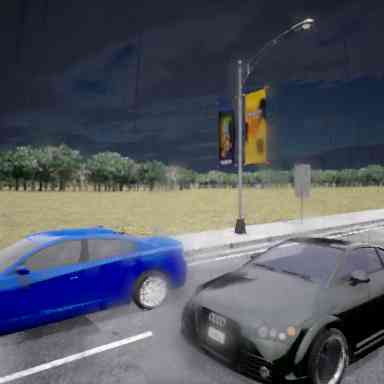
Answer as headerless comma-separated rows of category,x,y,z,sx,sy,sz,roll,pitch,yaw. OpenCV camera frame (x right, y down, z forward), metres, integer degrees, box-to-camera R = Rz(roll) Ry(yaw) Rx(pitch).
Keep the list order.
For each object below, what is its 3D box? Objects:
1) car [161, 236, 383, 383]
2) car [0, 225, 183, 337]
car,1.901,1.424,5.046,4.181,1.385,1.994,-2,1,-36
car,-2.423,1.433,5.949,5.008,1.535,1.882,-2,1,-36
